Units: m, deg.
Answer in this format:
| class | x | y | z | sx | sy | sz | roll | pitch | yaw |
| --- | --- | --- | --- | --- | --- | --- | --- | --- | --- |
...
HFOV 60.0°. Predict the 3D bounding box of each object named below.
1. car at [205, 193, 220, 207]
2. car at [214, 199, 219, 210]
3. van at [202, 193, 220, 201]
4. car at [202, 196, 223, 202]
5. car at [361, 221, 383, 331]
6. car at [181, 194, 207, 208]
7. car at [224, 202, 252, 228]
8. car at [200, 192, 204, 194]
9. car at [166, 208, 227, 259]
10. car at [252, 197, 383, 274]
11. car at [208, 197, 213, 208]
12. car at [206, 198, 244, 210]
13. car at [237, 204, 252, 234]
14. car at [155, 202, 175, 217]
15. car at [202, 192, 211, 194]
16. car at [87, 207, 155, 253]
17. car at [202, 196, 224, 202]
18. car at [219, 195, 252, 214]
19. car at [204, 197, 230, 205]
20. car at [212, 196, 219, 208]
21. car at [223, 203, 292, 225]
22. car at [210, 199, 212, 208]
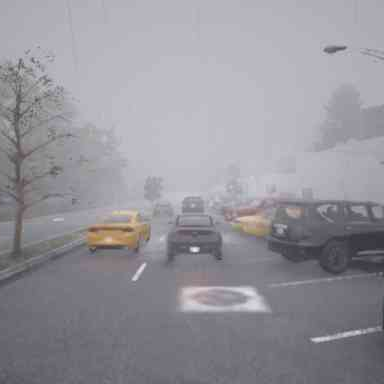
| class | x | y | z | sx | sy | sz | roll | pitch | yaw |
| --- | --- | --- | --- | --- | --- | --- | --- | --- | --- |
| car | 5.088 | 1.550 | 46.683 | 5.566 | 2.045 | 2.435 | 1 | 0 | -20 |
| car | 5.056 | 1.705 | 31.659 | 5.008 | 1.535 | 2.097 | 1 | -1 | -20 |
| van | 5.161 | 1.386 | 88.711 | 4.442 | 1.987 | 1.878 | 1 | 0 | -20 |
| car | 5.046 | 1.689 | 82.705 | 4.674 | 1.452 | 2.002 | 1 | 0 | -20 |
| car | 5.040 | 1.377 | 4.644 | 4.553 | 1.767 | 2.185 | 1 | -1 | -20 |
| car | 0.092 | 1.459 | 33.851 | 2.150 | 2.045 | 5.566 | 0 | 0 | 0 |
| car | 4.891 | 1.588 | 19.587 | 5.366 | 1.575 | 1.946 | 1 | 0 | -20 |
| car | 5.022 | 1.504 | 85.676 | 4.553 | 1.767 | 2.185 | 1 | 0 | -20 |
| car | 0.091 | 1.563 | 12.835 | 1.837 | 1.490 | 4.892 | 0 | 0 | 0 |
| car | 5.095 | 1.281 | 10.672 | 5.566 | 2.045 | 2.435 | 1 | -1 | -20 |
| car | 5.086 | 1.820 | 43.683 | 4.792 | 1.488 | 2.163 | 1 | 0 | -20 |
| car | 4.887 | 1.801 | 49.610 | 5.366 | 1.575 | 1.946 | 1 | 0 | -20 |
| car | 5.239 | 1.571 | 16.721 | 5.366 | 1.575 | 1.946 | 1 | -1 | -20 |
| car | -2.910 | 1.737 | 34.697 | 2.128 | 1.511 | 4.902 | 0 | 0 | 0 |
| car | 5.035 | 1.553 | 55.664 | 5.566 | 2.045 | 2.435 | 1 | 1 | -20 |
| car | -2.908 | 1.544 | 14.112 | 1.882 | 1.535 | 5.008 | 0 | 0 | 0 |
| car | 5.026 | 1.697 | 79.687 | 4.792 | 1.488 | 2.163 | 1 | 1 | -20 |
| car | 5.044 | 1.368 | 22.641 | 5.566 | 2.045 | 2.435 | 1 | 0 | -20 |
| car | 5.029 | 1.773 | 67.681 | 4.792 | 1.488 | 2.163 | 1 | 1 | -20 |
| car | 5.094 | 1.630 | 37.671 | 4.553 | 1.767 | 2.185 | 1 | 0 | -20 |
| car | 5.038 | 1.676 | 25.642 | 4.792 | 1.488 | 2.163 | 1 | 0 | -20 |
| car | 5.063 | 1.818 | 40.658 | 4.674 | 1.452 | 2.002 | 1 | 0 | -20 |
